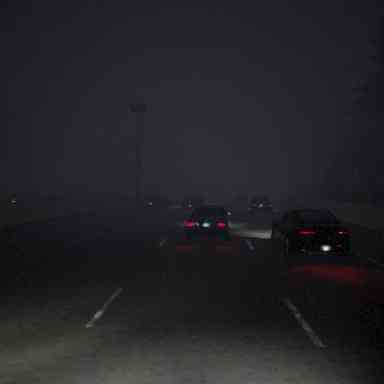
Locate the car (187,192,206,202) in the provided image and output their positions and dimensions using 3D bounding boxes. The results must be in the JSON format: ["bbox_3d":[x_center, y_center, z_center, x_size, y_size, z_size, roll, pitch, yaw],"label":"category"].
[{"bbox_3d":[0.772,0.800,52.673,1.994,1.385,4.181,0,1,16],"label":"car"}]

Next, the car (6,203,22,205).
[{"bbox_3d":[-17.886,0.790,34.633,2.097,1.767,4.553,0,1,10],"label":"car"}]

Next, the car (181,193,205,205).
[{"bbox_3d":[0.260,1.077,36.012,1.895,1.301,4.718,0,1,12],"label":"car"}]

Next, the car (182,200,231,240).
[{"bbox_3d":[0.813,1.321,15.662,2.033,1.411,5.357,0,1,6],"label":"car"}]

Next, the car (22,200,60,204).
[{"bbox_3d":[-14.484,0.954,33.857,2.128,1.511,4.902,0,1,10],"label":"car"}]

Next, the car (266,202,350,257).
[{"bbox_3d":[4.102,1.340,12.147,1.837,1.490,4.892,0,1,4],"label":"car"}]

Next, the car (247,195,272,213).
[{"bbox_3d":[6.212,1.131,29.921,2.033,1.411,5.357,0,1,10],"label":"car"}]

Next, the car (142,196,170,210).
[{"bbox_3d":[-3.616,1.057,34.037,1.994,1.385,4.181,0,1,11],"label":"car"}]

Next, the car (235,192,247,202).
[{"bbox_3d":[7.885,0.790,52.233,1.812,1.442,4.674,0,1,17],"label":"car"}]
